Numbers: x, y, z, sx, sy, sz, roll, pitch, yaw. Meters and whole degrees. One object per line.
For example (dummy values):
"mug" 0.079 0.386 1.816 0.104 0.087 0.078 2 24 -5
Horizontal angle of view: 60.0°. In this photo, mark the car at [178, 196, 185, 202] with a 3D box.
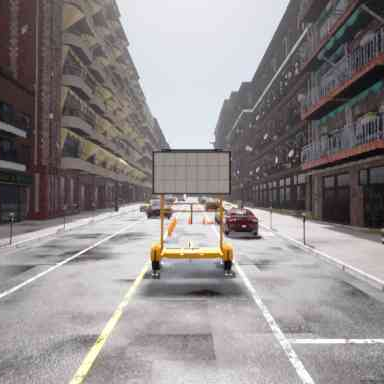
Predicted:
"car" -2.759 1.761 84.974 1.812 1.442 4.674 0 0 0

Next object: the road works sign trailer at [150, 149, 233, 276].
"road works sign trailer" -0.011 0.473 10.382 2.380 3.560 2.880 0 0 0

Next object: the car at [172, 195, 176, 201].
"car" -5.298 1.501 74.078 2.192 1.841 5.009 1 0 0

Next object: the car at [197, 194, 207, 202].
"car" 2.547 1.551 85.080 2.192 1.841 5.009 1 0 0

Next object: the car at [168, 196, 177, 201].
"car" -5.306 1.830 90.669 1.947 1.339 4.313 1 0 0

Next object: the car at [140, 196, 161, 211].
"car" -5.299 1.594 40.725 1.752 1.417 4.829 2 0 0

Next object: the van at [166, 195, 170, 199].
"van" -5.296 1.460 57.485 1.690 1.788 3.998 2 0 0

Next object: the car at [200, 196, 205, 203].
"car" 2.580 1.634 46.364 2.008 1.369 4.403 1 0 0

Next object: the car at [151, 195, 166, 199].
"car" -5.294 1.399 46.427 2.192 1.841 5.009 2 0 0

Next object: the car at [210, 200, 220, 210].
"car" 2.583 1.555 24.412 1.752 1.417 4.829 1 0 0

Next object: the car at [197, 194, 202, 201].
"car" 2.578 1.706 68.486 1.887 1.381 4.507 1 0 0

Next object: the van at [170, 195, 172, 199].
"van" -5.297 1.481 63.017 1.690 1.788 3.998 1 0 0

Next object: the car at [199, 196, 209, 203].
"car" 2.587 1.626 74.018 1.967 1.590 4.097 1 0 0

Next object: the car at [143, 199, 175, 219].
"car" -2.852 1.605 29.770 1.994 1.385 4.181 0 0 0

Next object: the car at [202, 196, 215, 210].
"car" 2.581 1.614 40.832 1.887 1.381 4.507 1 0 0

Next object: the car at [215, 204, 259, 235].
"car" 2.583 1.565 18.710 1.887 1.381 4.507 1 0 0

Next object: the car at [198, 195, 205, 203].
"car" 2.579 1.684 62.956 1.887 1.381 4.507 1 0 0
